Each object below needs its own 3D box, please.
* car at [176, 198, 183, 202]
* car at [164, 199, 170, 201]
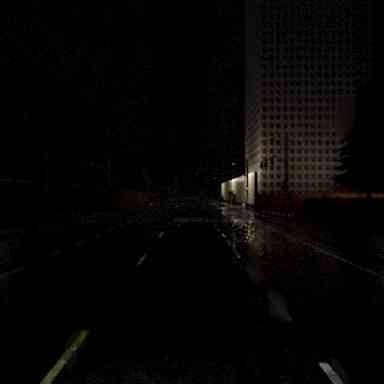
[{"bbox_3d":[-3.516,2.366,94.651,1.837,1.490,4.892,0,-1,0],"label":"car"},{"bbox_3d":[-7.016,2.391,94.650,2.128,1.511,4.902,0,-1,0],"label":"car"}]
